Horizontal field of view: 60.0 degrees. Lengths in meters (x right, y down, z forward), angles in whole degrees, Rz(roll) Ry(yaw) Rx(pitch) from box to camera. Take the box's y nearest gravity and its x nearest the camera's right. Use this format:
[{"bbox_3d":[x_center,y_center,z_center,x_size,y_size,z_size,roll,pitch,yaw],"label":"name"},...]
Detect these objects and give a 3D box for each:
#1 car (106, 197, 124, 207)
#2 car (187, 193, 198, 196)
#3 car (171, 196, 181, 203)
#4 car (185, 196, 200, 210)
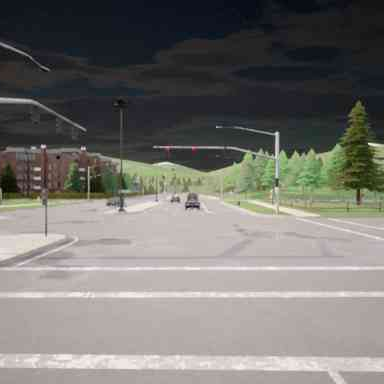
[{"bbox_3d":[-11.515,1.496,49.813,1.837,1.490,4.892,0,0,0],"label":"car"},{"bbox_3d":[0.088,1.208,68.948,2.150,2.045,5.566,0,0,0],"label":"car"},{"bbox_3d":[-3.412,1.478,68.922,2.128,1.511,4.902,0,0,0],"label":"car"},{"bbox_3d":[0.055,1.592,43.513,1.895,1.301,4.718,0,0,0],"label":"car"}]
